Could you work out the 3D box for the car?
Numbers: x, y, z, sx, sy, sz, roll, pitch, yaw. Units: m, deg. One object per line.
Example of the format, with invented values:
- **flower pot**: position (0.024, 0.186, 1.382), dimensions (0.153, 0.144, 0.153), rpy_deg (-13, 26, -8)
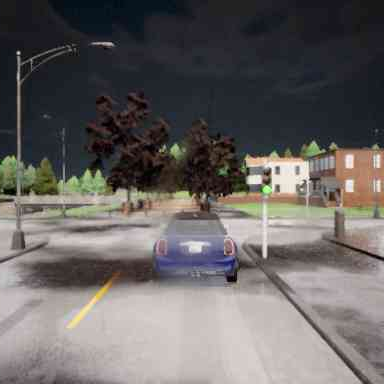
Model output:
- **car**: position (0.096, 1.357, 9.907), dimensions (2.097, 1.767, 4.553), rpy_deg (0, 0, 0)
